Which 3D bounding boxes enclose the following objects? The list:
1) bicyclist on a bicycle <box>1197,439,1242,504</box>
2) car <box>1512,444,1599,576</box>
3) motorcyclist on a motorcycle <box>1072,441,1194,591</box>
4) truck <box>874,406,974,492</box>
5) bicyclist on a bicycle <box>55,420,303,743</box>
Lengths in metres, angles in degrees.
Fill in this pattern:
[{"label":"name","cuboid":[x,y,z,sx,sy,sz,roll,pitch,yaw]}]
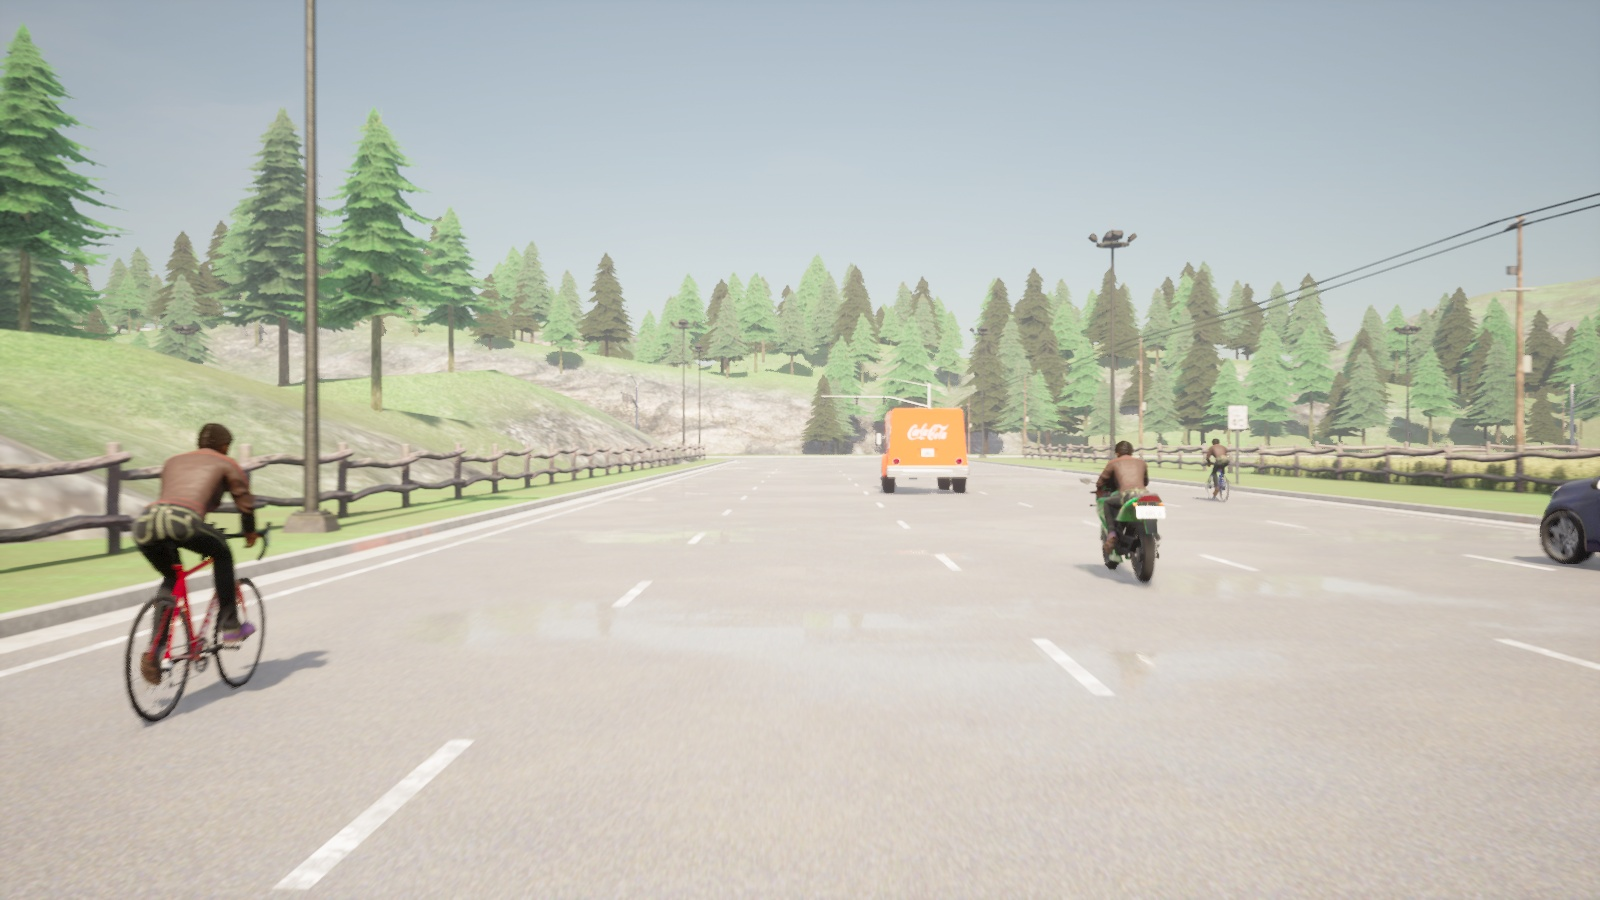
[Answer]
[{"label":"bicyclist on a bicycle","cuboid":[10.698,0.541,32.064,0.582,1.620,1.656,0,0,0]},{"label":"car","cuboid":[10.131,0.695,14.017,1.845,1.501,3.633,0,0,-11]},{"label":"motorcyclist on a motorcycle","cuboid":[3.594,0.660,13.745,0.797,1.523,2.044,0,0,0]},{"label":"truck","cuboid":[3.738,0.035,38.908,2.627,2.467,5.204,0,-1,0]},{"label":"bicyclist on a bicycle","cuboid":[-3.444,0.659,7.131,0.582,1.620,1.656,0,0,0]}]
